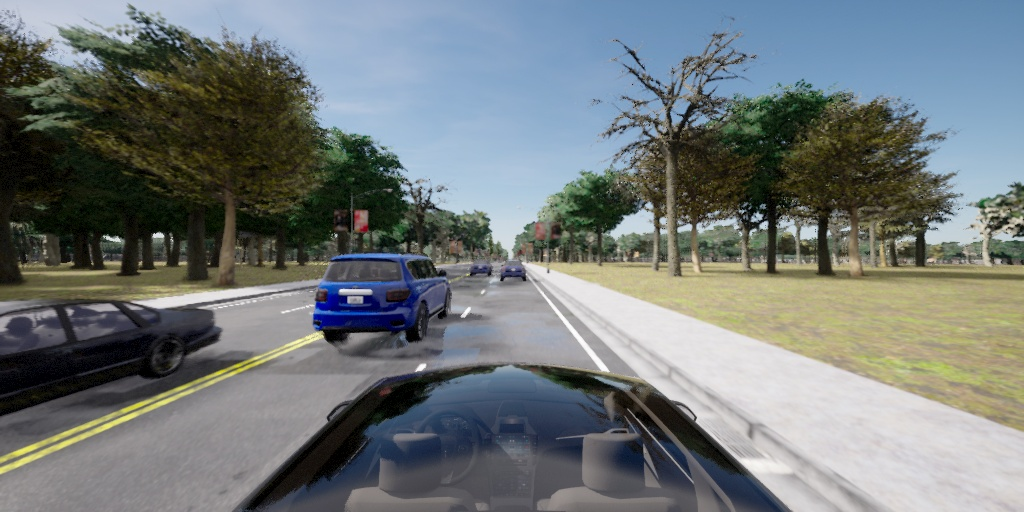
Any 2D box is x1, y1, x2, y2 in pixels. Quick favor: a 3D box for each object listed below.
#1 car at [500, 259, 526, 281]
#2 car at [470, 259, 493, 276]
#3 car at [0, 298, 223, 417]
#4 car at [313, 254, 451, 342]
[{"bbox_3d":[0.109,1.124,30.716,2.097,1.767,4.553,0,0,0],"label":"car"},{"bbox_3d":[-3.140,1.141,37.758,2.097,1.767,4.553,0,0,0],"label":"car"},{"bbox_3d":[-6.583,1.299,4.593,2.033,1.411,5.357,0,0,0],"label":"car"},{"bbox_3d":[-3.147,0.973,9.881,2.150,2.045,5.566,0,0,0],"label":"car"}]
